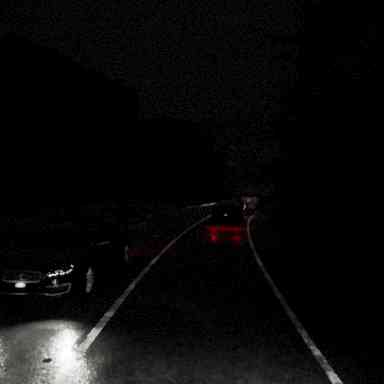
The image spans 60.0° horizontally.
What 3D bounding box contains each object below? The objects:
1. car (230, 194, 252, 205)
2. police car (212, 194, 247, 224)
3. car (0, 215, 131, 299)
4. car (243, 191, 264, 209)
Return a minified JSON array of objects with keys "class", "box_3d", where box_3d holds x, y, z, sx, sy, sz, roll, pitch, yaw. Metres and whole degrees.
[{"class":"car","box_3d":[7.283,1.096,49.289,1.837,1.490,4.892,3,0,24]},{"class":"police car","box_3d":[2.589,1.215,23.267,1.930,1.638,5.238,1,1,11]},{"class":"car","box_3d":[-2.910,1.407,8.423,1.837,1.490,4.892,0,1,5]},{"class":"car","box_3d":[7.332,0.942,40.207,2.150,2.045,5.566,2,1,20]}]
